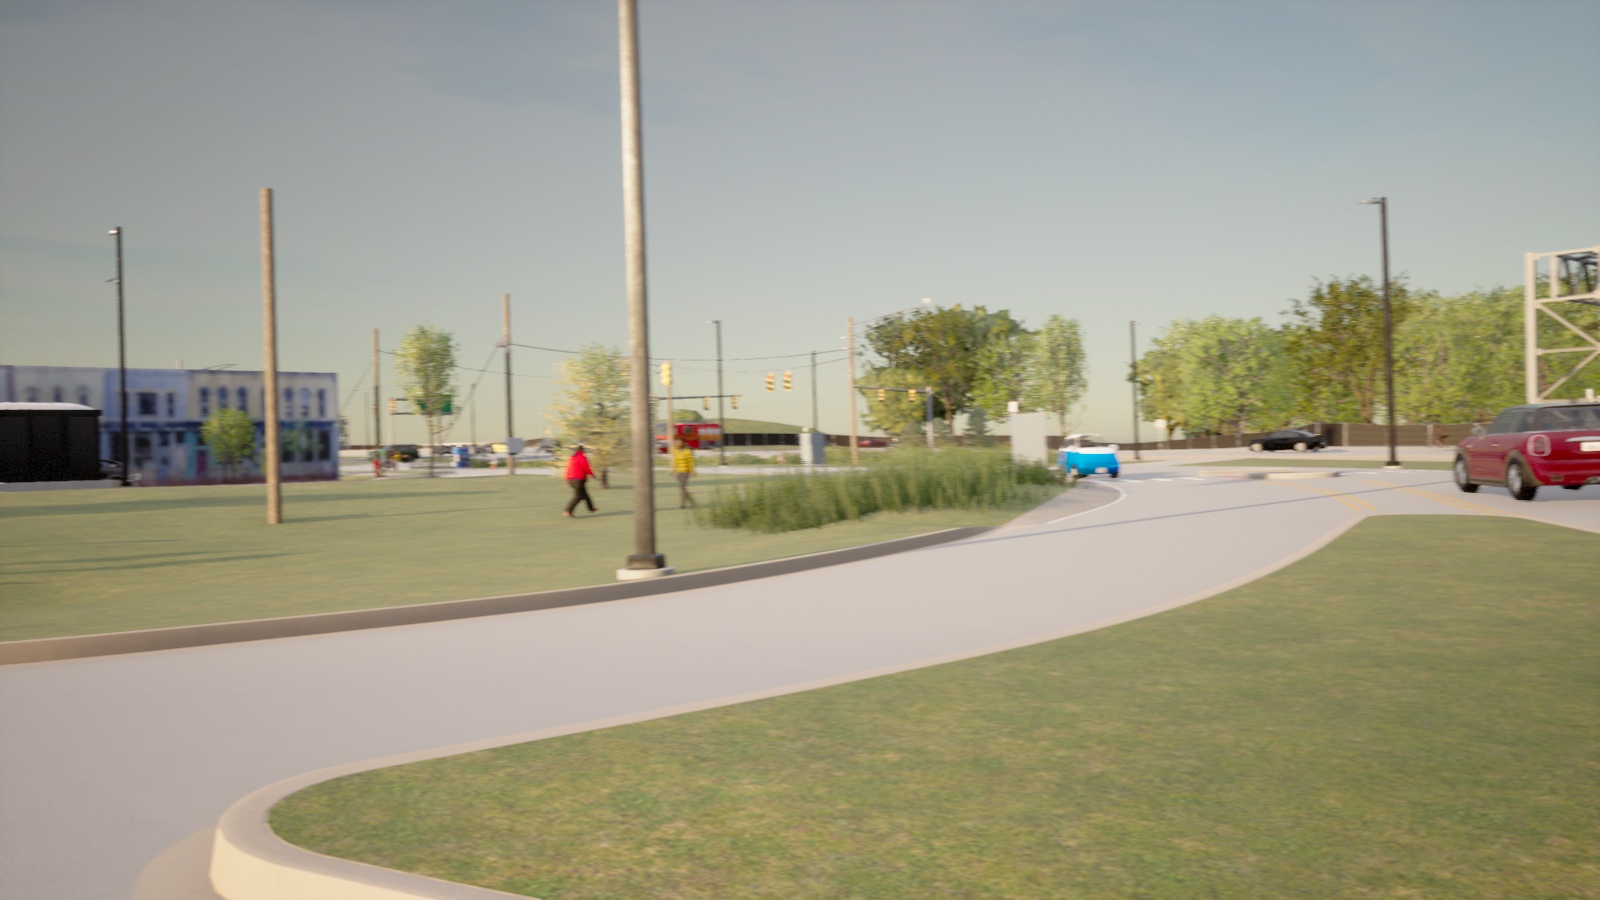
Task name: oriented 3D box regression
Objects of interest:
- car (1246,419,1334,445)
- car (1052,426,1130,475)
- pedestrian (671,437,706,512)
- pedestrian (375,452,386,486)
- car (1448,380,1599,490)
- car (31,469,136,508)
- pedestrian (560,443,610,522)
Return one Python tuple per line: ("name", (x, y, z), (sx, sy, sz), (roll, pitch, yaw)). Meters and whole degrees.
("car", (32.157, -1.165, 82.497), (1.882, 1.535, 5.008), (-2, 1, -41))
("car", (8.819, 0.018, 38.170), (1.481, 1.376, 2.207), (-3, 0, -12))
("pedestrian", (-2.803, 0.603, 31.556), (0.431, 1.840, 0.709), (-3, -1, 37))
("pedestrian", (-23.553, 1.072, 70.484), (0.353, 1.847, 0.614), (-3, -1, -3))
("car", (13.655, -0.311, 22.877), (2.097, 1.767, 4.553), (-3, 0, 12))
("car", (-31.818, 1.711, 55.802), (3.705, 1.549, 1.789), (-2, -1, -41))
("pedestrian", (-5.173, 0.781, 30.287), (0.899, 1.844, 0.634), (-2, -1, -45))
